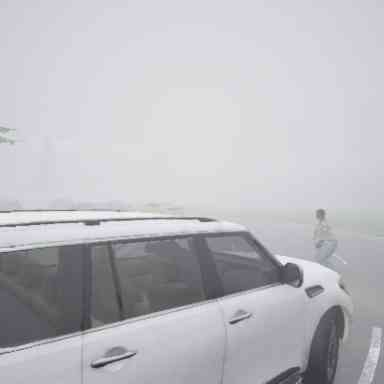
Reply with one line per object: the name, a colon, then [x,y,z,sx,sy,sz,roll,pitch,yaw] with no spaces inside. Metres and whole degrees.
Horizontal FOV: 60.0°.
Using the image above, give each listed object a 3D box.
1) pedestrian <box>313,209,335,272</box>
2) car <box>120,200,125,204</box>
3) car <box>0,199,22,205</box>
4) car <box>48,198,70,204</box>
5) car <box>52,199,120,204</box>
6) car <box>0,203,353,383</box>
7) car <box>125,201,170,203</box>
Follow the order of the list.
pedestrian: [3.383,1.294,8.524,0.375,1.860,0.375,0,0,19]
car: [-8.295,1.547,35.550,5.357,1.411,2.033,0,0,38]
car: [-20.521,1.491,36.821,4.902,1.511,2.128,0,0,43]
car: [-16.876,1.505,42.954,4.892,1.490,1.837,0,0,43]
car: [-8.765,1.547,27.287,5.357,1.411,2.033,0,0,33]
car: [-0.404,1.213,3.371,5.566,2.045,2.150,2,-1,-43]
car: [-2.895,1.478,26.932,5.008,1.535,1.882,0,0,42]
